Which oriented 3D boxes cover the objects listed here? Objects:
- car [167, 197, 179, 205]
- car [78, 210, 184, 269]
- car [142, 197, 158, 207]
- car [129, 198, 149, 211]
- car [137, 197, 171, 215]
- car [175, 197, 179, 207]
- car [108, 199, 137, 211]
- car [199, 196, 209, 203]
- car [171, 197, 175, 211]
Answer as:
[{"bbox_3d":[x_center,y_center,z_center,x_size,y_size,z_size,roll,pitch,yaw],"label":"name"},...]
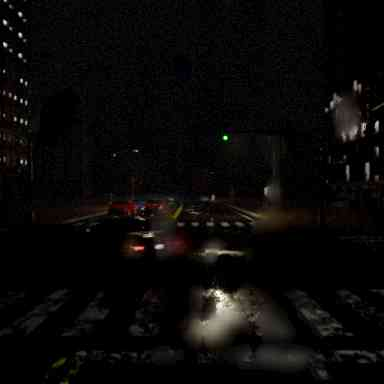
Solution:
[{"bbox_3d":[-3.291,1.582,58.560,1.994,1.385,4.181,0,0,-1],"label":"car"},{"bbox_3d":[-2.317,1.575,11.391,2.033,1.411,5.357,0,0,-34],"label":"car"},{"bbox_3d":[-6.546,1.526,51.929,1.837,1.490,4.892,0,0,0],"label":"car"},{"bbox_3d":[-6.565,1.551,41.564,1.812,1.442,4.674,0,0,0],"label":"car"},{"bbox_3d":[-3.322,1.378,30.015,2.097,1.767,4.553,0,0,0],"label":"car"},{"bbox_3d":[-3.298,1.514,48.527,2.128,1.511,4.902,0,0,0],"label":"car"},{"bbox_3d":[-6.573,1.504,31.643,1.882,1.535,5.008,0,0,0],"label":"car"},{"bbox_3d":[2.701,1.526,72.230,1.812,1.442,4.674,0,0,-4],"label":"car"},{"bbox_3d":[-3.314,1.530,38.907,1.837,1.490,4.892,0,0,0],"label":"car"}]
